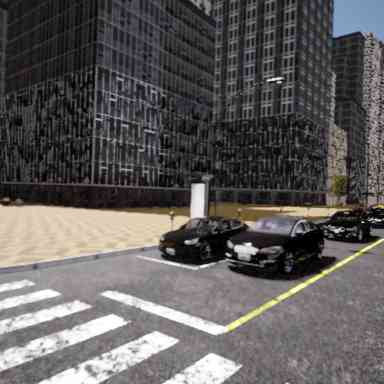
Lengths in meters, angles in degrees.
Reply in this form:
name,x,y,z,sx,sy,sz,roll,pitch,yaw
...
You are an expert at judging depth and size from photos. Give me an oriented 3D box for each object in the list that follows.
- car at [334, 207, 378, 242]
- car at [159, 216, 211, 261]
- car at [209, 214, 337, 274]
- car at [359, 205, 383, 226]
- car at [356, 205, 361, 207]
name,x,y,z,sx,sy,sz,roll,pitch,yaw
car,8.783,1.809,18.650,1.837,1.490,4.892,2,0,38
car,0.662,1.581,12.412,1.947,1.339,4.313,2,0,38
car,2.948,1.589,11.133,2.128,1.511,4.902,2,0,38
car,15.014,2.053,26.676,1.812,1.442,4.674,2,0,38
car,17.619,2.061,34.262,1.967,1.590,4.097,2,0,38
